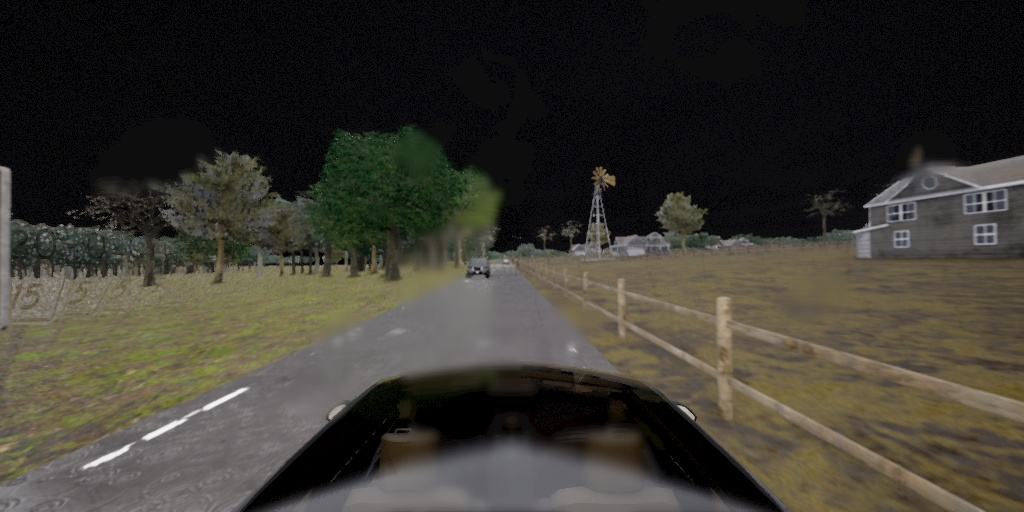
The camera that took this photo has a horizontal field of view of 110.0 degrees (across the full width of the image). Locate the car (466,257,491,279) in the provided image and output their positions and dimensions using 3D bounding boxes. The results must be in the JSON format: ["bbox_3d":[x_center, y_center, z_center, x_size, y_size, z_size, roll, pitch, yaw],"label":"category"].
[{"bbox_3d":[-3.299,1.174,36.390,2.150,2.045,5.566,-1,0,-1],"label":"car"}]
